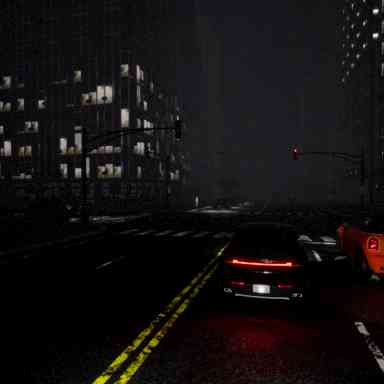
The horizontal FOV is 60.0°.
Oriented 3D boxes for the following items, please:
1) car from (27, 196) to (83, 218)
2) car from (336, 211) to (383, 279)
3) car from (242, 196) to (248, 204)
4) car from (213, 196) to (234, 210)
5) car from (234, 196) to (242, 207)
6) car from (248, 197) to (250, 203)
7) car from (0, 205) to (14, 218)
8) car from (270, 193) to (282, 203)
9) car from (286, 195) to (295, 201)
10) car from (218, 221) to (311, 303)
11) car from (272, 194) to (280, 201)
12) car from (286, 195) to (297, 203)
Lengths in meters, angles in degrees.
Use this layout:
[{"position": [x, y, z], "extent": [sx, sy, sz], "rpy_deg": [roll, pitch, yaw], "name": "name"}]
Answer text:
[{"position": [-11.762, 1.216, 28.657], "extent": [4.553, 1.767, 2.097], "rpy_deg": [1, 1, 15], "name": "car"}, {"position": [5.725, 1.347, 9.958], "extent": [2.097, 1.767, 4.553], "rpy_deg": [0, 0, 14], "name": "car"}, {"position": [8.551, 1.481, 60.847], "extent": [1.812, 1.442, 4.674], "rpy_deg": [0, 0, 15], "name": "car"}, {"position": [3.911, 1.501, 42.875], "extent": [1.812, 1.442, 4.674], "rpy_deg": [0, 0, 14], "name": "car"}, {"position": [6.215, 1.471, 51.853], "extent": [1.837, 1.490, 4.892], "rpy_deg": [0, 0, 14], "name": "car"}, {"position": [11.104, 1.496, 70.504], "extent": [1.994, 1.385, 4.181], "rpy_deg": [0, 0, 14], "name": "car"}, {"position": [-16.765, 1.434, 27.217], "extent": [4.313, 1.339, 1.947], "rpy_deg": [1, 1, 16], "name": "car"}, {"position": [17.757, 1.157, 70.273], "extent": [2.150, 2.045, 5.566], "rpy_deg": [0, 0, 14], "name": "car"}, {"position": [23.489, 1.465, 79.525], "extent": [2.033, 1.411, 5.357], "rpy_deg": [0, 0, 14], "name": "car"}, {"position": [1.855, 1.501, 8.356], "extent": [1.837, 1.490, 4.892], "rpy_deg": [0, 0, 14], "name": "car"}, {"position": [20.340, 1.236, 80.335], "extent": [1.882, 1.535, 5.008], "rpy_deg": [0, 0, 14], "name": "car"}, {"position": [20.925, 1.464, 69.523], "extent": [2.128, 1.511, 4.902], "rpy_deg": [0, 0, 14], "name": "car"}]
